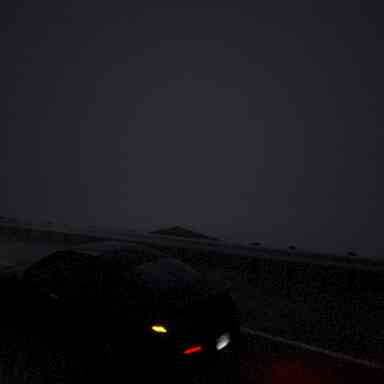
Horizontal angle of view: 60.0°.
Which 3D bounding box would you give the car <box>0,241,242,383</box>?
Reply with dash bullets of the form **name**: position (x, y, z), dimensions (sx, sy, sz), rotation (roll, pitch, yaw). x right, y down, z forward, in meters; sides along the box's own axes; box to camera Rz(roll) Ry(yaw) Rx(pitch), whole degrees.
- **car**: position (-1.495, 1.518, 5.166), dimensions (4.674, 1.442, 1.812), rotation (0, 0, 36)
